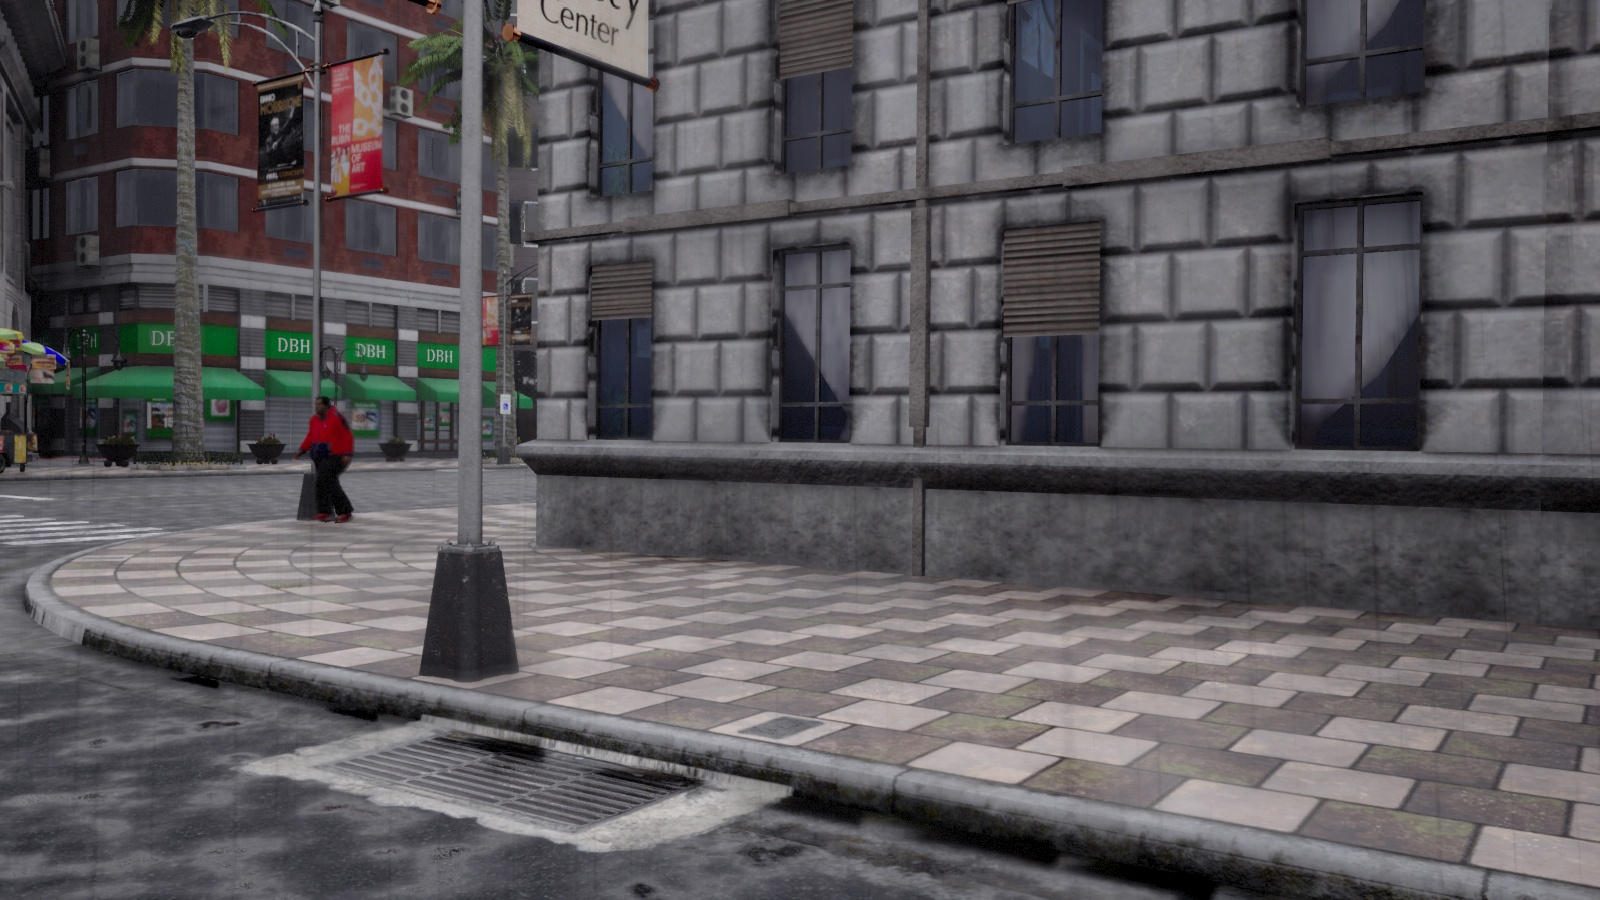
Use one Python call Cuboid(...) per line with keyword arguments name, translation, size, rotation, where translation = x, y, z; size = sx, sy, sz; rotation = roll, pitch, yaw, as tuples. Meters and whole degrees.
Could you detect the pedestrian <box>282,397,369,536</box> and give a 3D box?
Cuboid(name="pedestrian", translation=(-6.501, 0.212, 17.229), size=(0.634, 1.844, 0.899), rotation=(0, 1, 33))
